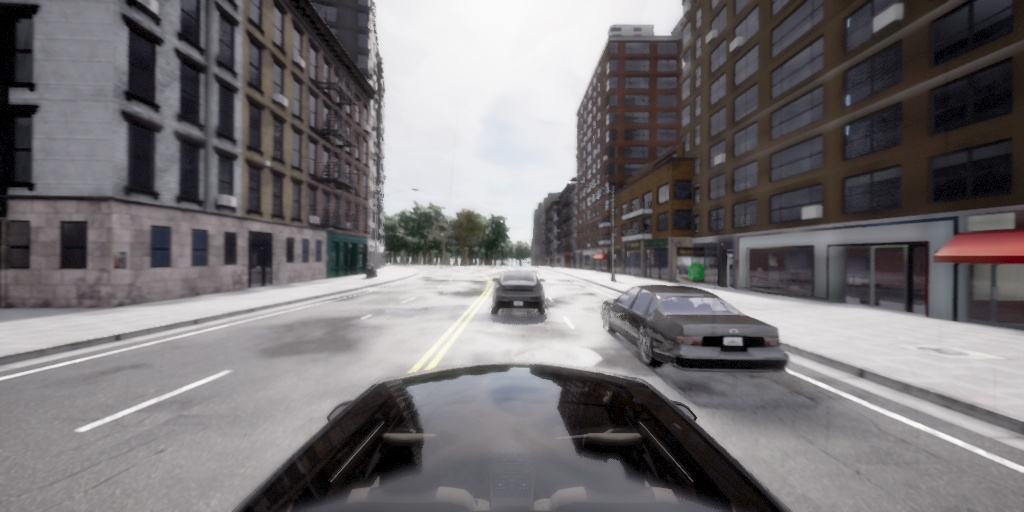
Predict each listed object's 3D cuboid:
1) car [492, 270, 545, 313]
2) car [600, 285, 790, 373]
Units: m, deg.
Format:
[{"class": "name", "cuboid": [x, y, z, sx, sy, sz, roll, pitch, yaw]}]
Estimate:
[{"class": "car", "cuboid": [0.250, 1.294, 14.156, 1.837, 1.490, 4.892, 0, 0, 1]}, {"class": "car", "cuboid": [3.383, 1.341, 7.921, 2.033, 1.411, 5.357, 0, 0, 1]}]
